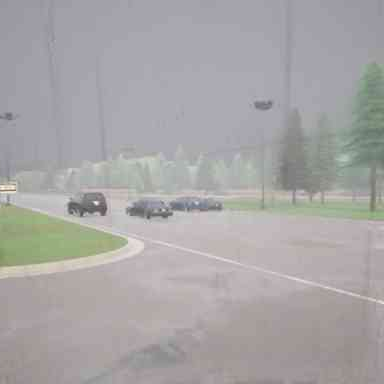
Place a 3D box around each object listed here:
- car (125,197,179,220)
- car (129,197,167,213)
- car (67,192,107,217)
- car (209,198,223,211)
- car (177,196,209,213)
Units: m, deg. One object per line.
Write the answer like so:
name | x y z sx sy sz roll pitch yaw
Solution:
car | -3.557 1.411 26.986 2.033 1.411 5.357 0 0 -34
car | -4.685 1.300 34.824 1.882 1.535 5.008 0 0 -34
car | -9.219 1.050 29.058 2.150 2.045 5.566 0 0 -34
car | 1.586 1.400 38.056 1.994 1.385 4.181 0 0 -34
car | -0.715 1.191 35.223 2.097 1.767 4.553 0 0 -34
